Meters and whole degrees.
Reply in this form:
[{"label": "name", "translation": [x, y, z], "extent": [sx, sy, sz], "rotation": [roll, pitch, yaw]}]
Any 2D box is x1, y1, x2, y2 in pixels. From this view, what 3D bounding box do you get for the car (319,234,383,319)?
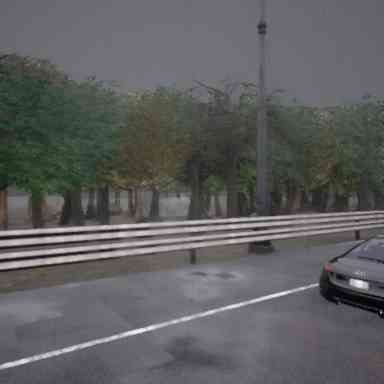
[{"label": "car", "translation": [4.608, 1.612, 7.062], "extent": [4.181, 1.385, 1.994], "rotation": [0, 0, -35]}]
